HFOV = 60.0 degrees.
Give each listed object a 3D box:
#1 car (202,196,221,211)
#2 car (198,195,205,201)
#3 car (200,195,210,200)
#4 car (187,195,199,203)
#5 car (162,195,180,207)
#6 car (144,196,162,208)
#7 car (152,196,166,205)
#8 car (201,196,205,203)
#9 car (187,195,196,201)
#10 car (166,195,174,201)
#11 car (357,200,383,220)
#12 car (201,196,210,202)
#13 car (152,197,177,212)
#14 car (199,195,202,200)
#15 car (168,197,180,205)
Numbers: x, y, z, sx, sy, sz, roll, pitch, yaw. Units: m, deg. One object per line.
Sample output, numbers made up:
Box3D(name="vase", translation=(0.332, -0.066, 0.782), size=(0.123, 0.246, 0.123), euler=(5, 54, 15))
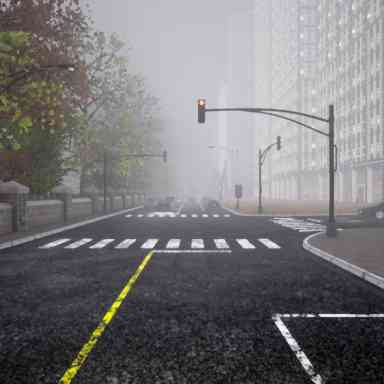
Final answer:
Box3D(name="car", translation=(2.654, 1.581, 41.546), size=(1.947, 1.339, 4.313), euler=(0, 0, 0))
Box3D(name="car", translation=(2.610, 1.630, 92.237), size=(2.008, 1.369, 4.403), euler=(0, 0, 0))
Box3D(name="car", translation=(2.645, 1.591, 52.811), size=(1.947, 1.339, 4.313), euler=(0, 0, 0))
Box3D(name="car", translation=(-0.062, 1.569, 69.246), size=(1.812, 1.442, 4.674), euler=(0, 0, 0))
Box3D(name="car", translation=(-3.137, 1.373, 48.764), size=(2.097, 1.767, 4.553), euler=(0, 0, 0))
Box3D(name="car", translation=(-5.731, 1.602, 47.171), size=(1.802, 1.307, 4.206), euler=(0, 0, 0))
Box3D(name="car", translation=(-5.740, 1.470, 58.436), size=(1.967, 1.590, 4.097), euler=(0, 0, 0))
Box3D(name="car", translation=(2.649, 1.586, 47.178), size=(1.947, 1.339, 4.313), euler=(0, 0, 0))
Box3D(name="car", translation=(-0.069, 1.472, 78.830), size=(2.033, 1.411, 5.357), euler=(0, 0, 0))
Box3D(name="car", translation=(-5.765, 1.615, 86.597), size=(1.887, 1.381, 4.507), euler=(0, 0, 0))
Box3D(name="car", translation=(14.932, 1.236, 24.769), size=(4.892, 1.490, 1.837), euler=(-1, 0, 0))
Box3D(name="car", translation=(3.082, 1.580, 76.858), size=(1.812, 1.442, 4.674), euler=(0, 0, 0))
Box3D(name="car", translation=(-3.132, 1.578, 38.839), size=(1.994, 1.385, 4.181), euler=(0, 0, 0))
Box3D(name="car", translation=(3.052, 1.397, 69.828), size=(2.097, 1.767, 4.553), euler=(0, 0, 0))
Box3D(name="car", translation=(-3.124, 1.557, 59.038), size=(1.812, 1.442, 4.674), euler=(0, 0, 0))
